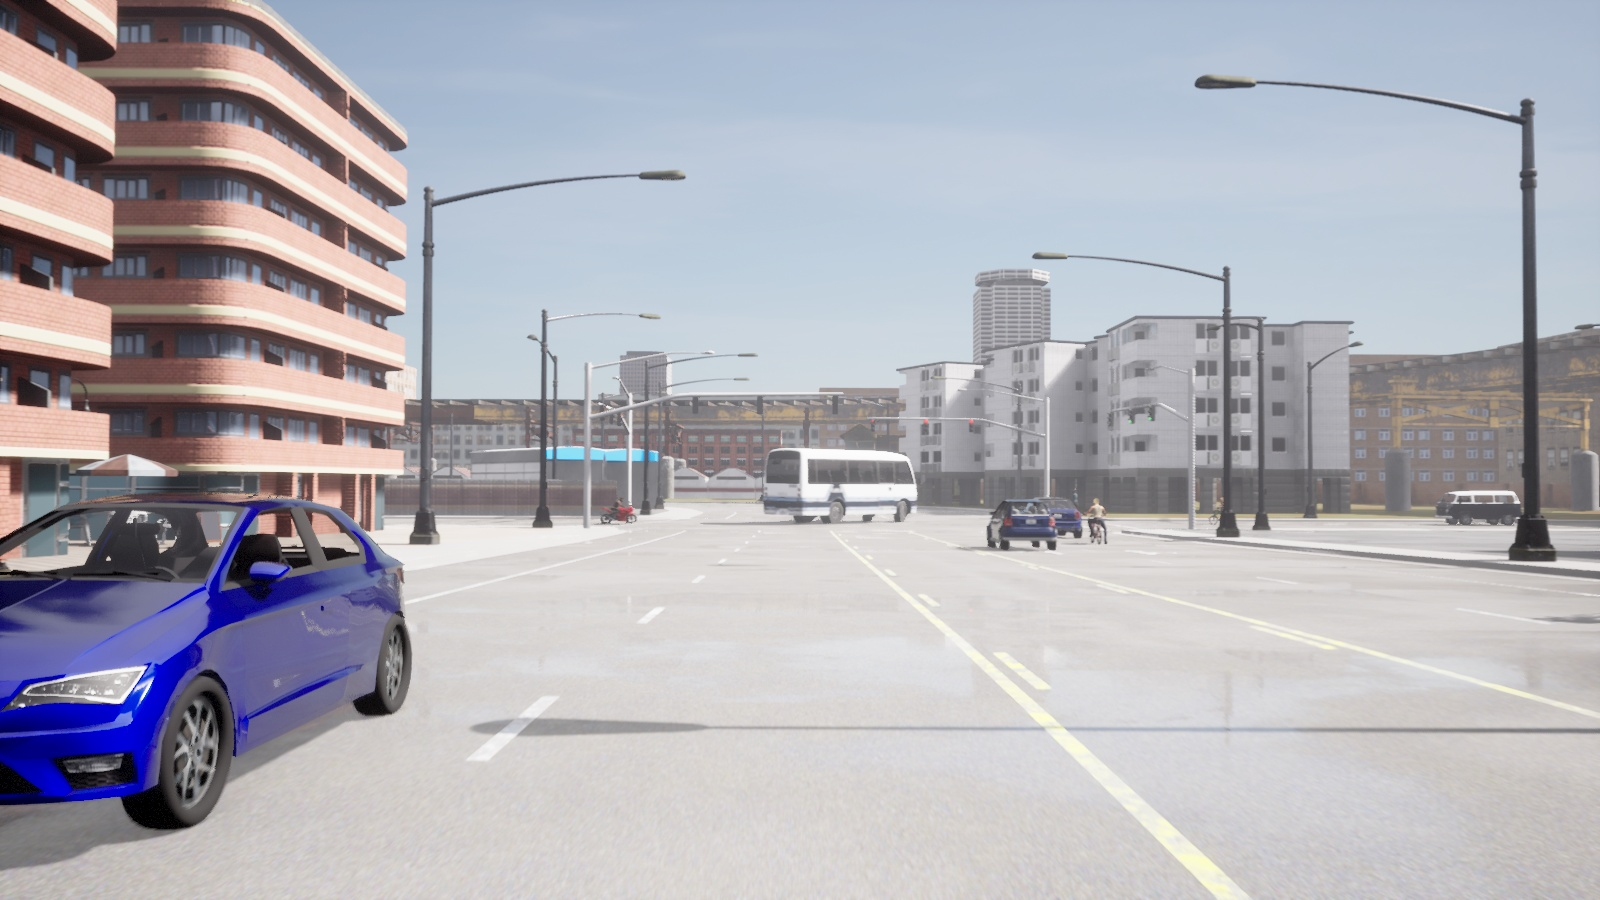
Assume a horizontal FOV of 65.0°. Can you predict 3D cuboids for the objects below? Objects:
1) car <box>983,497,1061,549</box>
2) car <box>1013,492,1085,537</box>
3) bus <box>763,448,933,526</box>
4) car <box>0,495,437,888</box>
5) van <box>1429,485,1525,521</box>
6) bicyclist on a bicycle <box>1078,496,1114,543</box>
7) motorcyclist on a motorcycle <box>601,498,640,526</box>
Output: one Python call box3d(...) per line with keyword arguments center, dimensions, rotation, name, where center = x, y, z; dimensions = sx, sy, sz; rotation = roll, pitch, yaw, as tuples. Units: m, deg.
box3d(center=(6.909, 2.269, 39.441), dimensions=(1.789, 1.549, 3.705), rotation=(0, -2, 0), name="car")
box3d(center=(10.379, 2.677, 52.663), dimensions=(2.097, 1.767, 4.553), rotation=(0, -2, 0), name="car")
box3d(center=(2.964, 2.123, 73.887), dimensions=(10.273, 4.253, 3.944), rotation=(1, -1, -44), name="bus")
box3d(center=(-3.516, 1.004, 6.928), dimensions=(1.816, 1.474, 4.193), rotation=(0, -2, 0), name="car")
box3d(center=(39.786, 3.096, 73.849), dimensions=(4.480, 2.038, 2.069), rotation=(0, -2, -1), name="van")
box3d(center=(10.409, 2.416, 44.197), dimensions=(0.866, 1.612, 1.509), rotation=(0, -2, -1), name="bicyclist on a bicycle")
box3d(center=(-9.874, 3.426, 69.243), dimensions=(2.044, 1.523, 0.797), rotation=(-1, -2, -1), name="motorcyclist on a motorcycle")
